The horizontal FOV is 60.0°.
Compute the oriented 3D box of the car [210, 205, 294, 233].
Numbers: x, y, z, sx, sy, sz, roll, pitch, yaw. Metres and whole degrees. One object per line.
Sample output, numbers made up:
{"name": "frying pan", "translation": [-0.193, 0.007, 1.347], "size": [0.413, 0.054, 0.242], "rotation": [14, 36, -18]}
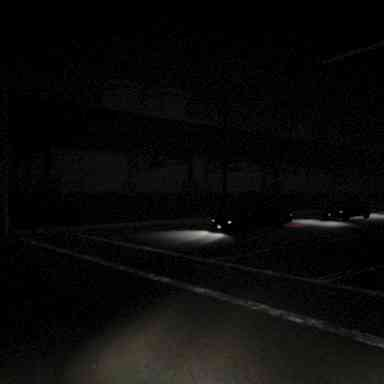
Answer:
{"name": "car", "translation": [3.628, 1.457, 19.444], "size": [5.357, 1.411, 2.033], "rotation": [-1, 0, -35]}

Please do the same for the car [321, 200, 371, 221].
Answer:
{"name": "car", "translation": [11.760, 1.321, 25.188], "size": [4.674, 1.442, 1.812], "rotation": [-1, 1, -35]}
